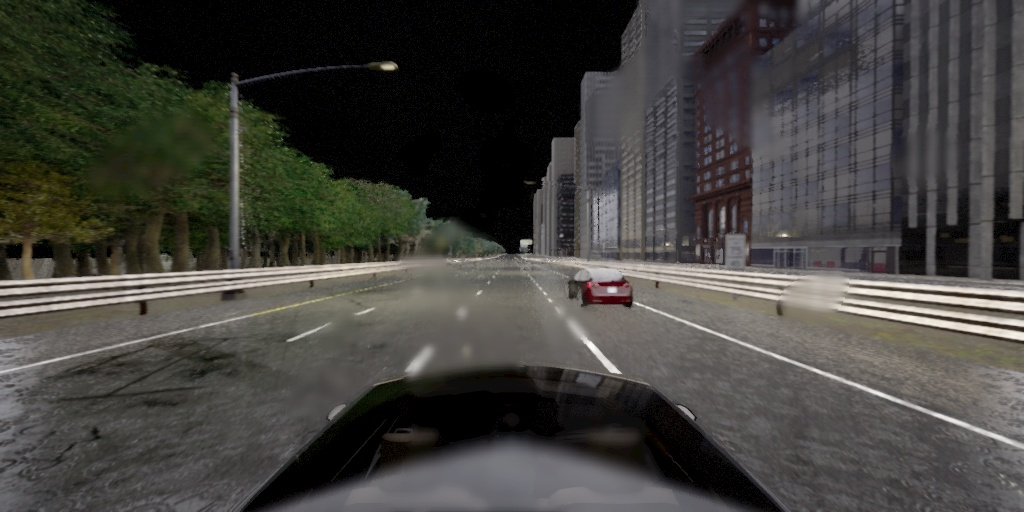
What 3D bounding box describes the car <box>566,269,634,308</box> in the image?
[{"bbox_3d":[3.556,1.256,15.123,2.163,1.488,4.792,0,0,0],"label":"car"}]
